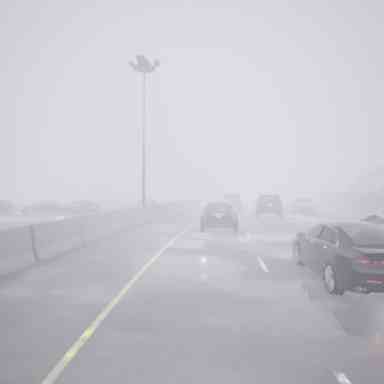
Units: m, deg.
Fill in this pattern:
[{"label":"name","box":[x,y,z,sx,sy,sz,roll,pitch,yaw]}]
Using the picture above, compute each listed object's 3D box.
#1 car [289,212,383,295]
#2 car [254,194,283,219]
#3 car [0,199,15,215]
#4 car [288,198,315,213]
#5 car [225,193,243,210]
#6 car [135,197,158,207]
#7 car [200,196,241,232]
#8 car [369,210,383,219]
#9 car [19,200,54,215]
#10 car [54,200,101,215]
[{"label":"car","box":[4.003,1.505,8.615,1.837,1.490,4.892,0,0,4]},{"label":"car","box":[6.742,1.195,29.601,2.150,2.045,5.566,0,0,9]},{"label":"car","box":[-18.206,1.383,30.107,1.837,1.490,4.892,0,0,9]},{"label":"car","box":[10.940,1.334,33.559,2.097,1.767,4.553,0,0,9]},{"label":"car","box":[4.825,1.170,39.557,2.150,2.045,5.566,0,0,9]},{"label":"car","box":[-5.665,1.397,41.622,2.128,1.511,4.902,0,0,10]},{"label":"car","box":[1.726,1.323,19.953,2.097,1.767,4.553,0,0,8]},{"label":"car","box":[7.924,1.532,13.367,1.812,1.442,4.674,0,0,6]},{"label":"car","box":[-14.343,1.490,32.052,1.895,1.301,4.718,0,0,9]},{"label":"car","box":[-10.735,1.450,32.435,2.033,1.411,5.357,0,0,9]}]
